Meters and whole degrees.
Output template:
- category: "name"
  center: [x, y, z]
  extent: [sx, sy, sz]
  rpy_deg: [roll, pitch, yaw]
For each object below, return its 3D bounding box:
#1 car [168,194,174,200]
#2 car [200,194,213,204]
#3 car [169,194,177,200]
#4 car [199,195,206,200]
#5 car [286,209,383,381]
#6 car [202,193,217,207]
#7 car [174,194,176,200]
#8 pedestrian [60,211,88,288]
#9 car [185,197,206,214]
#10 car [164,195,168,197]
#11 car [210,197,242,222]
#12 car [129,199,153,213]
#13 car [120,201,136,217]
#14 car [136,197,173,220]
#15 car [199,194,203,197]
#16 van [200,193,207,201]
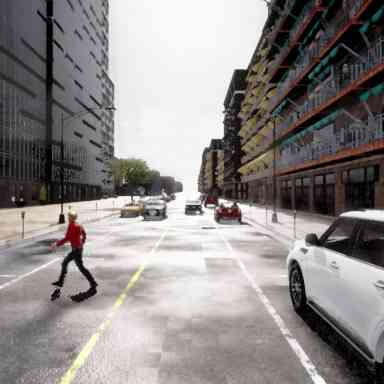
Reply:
- category: "car"
  center: [-5.547, 1.387, 71.311]
  extent: [1.967, 1.590, 4.097]
  rpy_deg: [1, 0, 0]
- category: "car"
  center: [2.828, 1.271, 65.679]
  extent: [2.192, 1.841, 5.009]
  rpy_deg: [1, 0, 0]
- category: "car"
  center: [-5.467, 1.344, 93.895]
  extent: [1.967, 1.590, 4.097]
  rpy_deg: [1, 0, 0]
- category: "car"
  center: [2.879, 1.449, 93.912]
  extent: [1.887, 1.381, 4.507]
  rpy_deg: [1, 0, 0]
- category: "car"
  center: [3.009, 1.225, 4.515]
  extent: [2.150, 2.045, 5.566]
  rpy_deg: [0, 0, 0]
- category: "car"
  center: [2.795, 1.293, 48.740]
  extent: [2.192, 1.841, 5.009]
  rpy_deg: [1, 0, 0]
- category: "car"
  center: [-5.484, 1.356, 88.249]
  extent: [1.967, 1.590, 4.097]
  rpy_deg: [1, 0, 0]
- category: "pedestrian"
  center: [-2.650, 1.293, 7.491]
  extent: [0.375, 1.860, 0.375]
  rpy_deg: [1, -1, -3]
- category: "car"
  center: [0.162, 1.538, 35.806]
  extent: [2.033, 1.411, 5.357]
  rpy_deg: [0, 0, 0]
- category: "car"
  center: [-5.577, 1.522, 54.374]
  extent: [2.008, 1.369, 4.403]
  rpy_deg: [1, 0, 0]
- category: "car"
  center: [2.750, 1.435, 26.156]
  extent: [1.967, 1.590, 4.097]
  rpy_deg: [1, 0, 0]
- category: "car"
  center: [-5.610, 1.540, 37.436]
  extent: [2.008, 1.369, 4.403]
  rpy_deg: [1, 0, 0]
- category: "car"
  center: [-5.621, 1.518, 31.619]
  extent: [1.752, 1.417, 4.829]
  rpy_deg: [1, 0, 0]
- category: "car"
  center: [-3.047, 1.487, 28.233]
  extent: [2.128, 1.511, 4.902]
  rpy_deg: [0, 0, 0]
- category: "car"
  center: [0.153, 1.472, 46.632]
  extent: [2.128, 1.511, 4.902]
  rpy_deg: [0, 0, 1]
- category: "van"
  center: [2.860, 1.268, 82.617]
  extent: [1.690, 1.788, 3.998]
  rpy_deg: [1, 0, 0]
